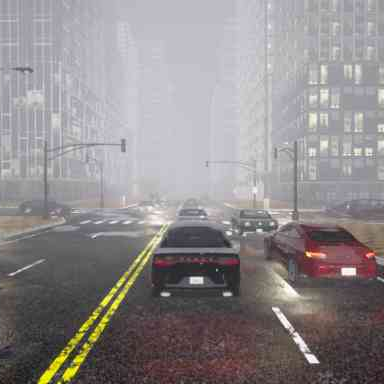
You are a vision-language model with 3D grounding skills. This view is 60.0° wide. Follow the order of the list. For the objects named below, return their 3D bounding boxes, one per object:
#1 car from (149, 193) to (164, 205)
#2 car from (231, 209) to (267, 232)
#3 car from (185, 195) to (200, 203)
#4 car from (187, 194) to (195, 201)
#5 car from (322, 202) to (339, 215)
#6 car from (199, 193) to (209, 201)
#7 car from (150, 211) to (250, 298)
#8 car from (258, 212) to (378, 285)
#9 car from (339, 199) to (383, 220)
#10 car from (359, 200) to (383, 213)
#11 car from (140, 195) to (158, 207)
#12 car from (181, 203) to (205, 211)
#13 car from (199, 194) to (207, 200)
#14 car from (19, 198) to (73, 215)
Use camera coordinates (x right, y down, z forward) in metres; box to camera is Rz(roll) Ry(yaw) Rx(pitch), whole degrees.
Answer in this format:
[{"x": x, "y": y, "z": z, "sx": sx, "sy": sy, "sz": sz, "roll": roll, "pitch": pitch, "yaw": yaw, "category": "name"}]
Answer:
[{"x": -6.752, "y": 1.175, "z": 59.720, "sx": 2.150, "sy": 2.045, "sz": 5.566, "roll": 0, "pitch": 0, "yaw": 0, "category": "car"}, {"x": 3.296, "y": 1.591, "z": 18.474, "sx": 1.895, "sy": 1.301, "sz": 4.718, "roll": 0, "pitch": 0, "yaw": 0, "category": "car"}, {"x": -0.122, "y": 1.527, "z": 51.038, "sx": 1.994, "sy": 1.385, "sz": 4.181, "roll": 0, "pitch": 0, "yaw": 1, "category": "car"}, {"x": -0.254, "y": 1.394, "z": 86.206, "sx": 1.882, "sy": 1.535, "sz": 5.008, "roll": 0, "pitch": 0, "yaw": 0, "category": "car"}, {"x": 16.196, "y": 1.637, "z": 35.002, "sx": 4.674, "sy": 1.442, "sz": 1.812, "roll": 1, "pitch": 1, "yaw": 1, "category": "car"}, {"x": 3.015, "y": 1.143, "z": 79.993, "sx": 2.150, "sy": 2.045, "sz": 5.566, "roll": 0, "pitch": 0, "yaw": 0, "category": "car"}, {"x": 0.071, "y": 1.474, "z": 8.591, "sx": 1.882, "sy": 1.535, "sz": 5.008, "roll": 0, "pitch": 0, "yaw": 0, "category": "car"}, {"x": 3.323, "y": 1.521, "z": 9.355, "sx": 1.812, "sy": 1.442, "sz": 4.674, "roll": 0, "pitch": 0, "yaw": 0, "category": "car"}, {"x": 16.115, "y": 1.519, "z": 29.213, "sx": 5.009, "sy": 1.841, "sz": 2.192, "roll": 1, "pitch": 0, "yaw": 1, "category": "car"}, {"x": 21.699, "y": 1.643, "z": 37.516, "sx": 4.829, "sy": 1.417, "sz": 1.752, "roll": 1, "pitch": 0, "yaw": 1, "category": "car"}, {"x": -6.740, "y": 1.528, "z": 50.687, "sx": 1.994, "sy": 1.385, "sz": 4.181, "roll": 0, "pitch": 0, "yaw": 0, "category": "car"}, {"x": 0.044, "y": 1.538, "z": 18.412, "sx": 2.033, "sy": 1.411, "sz": 5.357, "roll": 0, "pitch": 0, "yaw": 0, "category": "car"}, {"x": 2.984, "y": 1.267, "z": 90.381, "sx": 2.128, "sy": 1.511, "sz": 4.902, "roll": 0, "pitch": 0, "yaw": 0, "category": "car"}, {"x": -14.127, "y": 1.394, "z": 32.362, "sx": 4.892, "sy": 1.490, "sz": 1.837, "roll": 1, "pitch": 1, "yaw": -1, "category": "car"}]
